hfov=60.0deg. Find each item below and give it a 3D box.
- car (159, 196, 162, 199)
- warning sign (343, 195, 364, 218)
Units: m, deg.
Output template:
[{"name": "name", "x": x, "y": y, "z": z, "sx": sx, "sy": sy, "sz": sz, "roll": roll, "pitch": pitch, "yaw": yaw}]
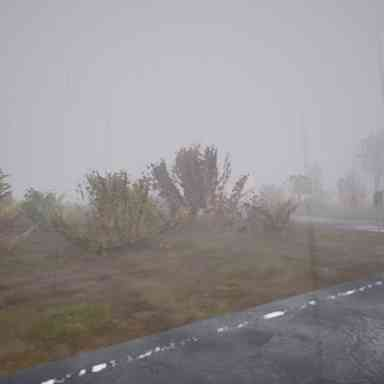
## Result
[{"name": "car", "x": -4.349, "y": 1.315, "z": 50.722, "sx": 2.150, "sy": 2.045, "sz": 5.566, "roll": 0, "pitch": 0, "yaw": -33}, {"name": "warning sign", "x": 13.754, "y": 1.193, "z": 28.370, "sx": 1.300, "sy": 1.860, "sz": 1.060, "roll": 0, "pitch": 0, "yaw": -34}]
